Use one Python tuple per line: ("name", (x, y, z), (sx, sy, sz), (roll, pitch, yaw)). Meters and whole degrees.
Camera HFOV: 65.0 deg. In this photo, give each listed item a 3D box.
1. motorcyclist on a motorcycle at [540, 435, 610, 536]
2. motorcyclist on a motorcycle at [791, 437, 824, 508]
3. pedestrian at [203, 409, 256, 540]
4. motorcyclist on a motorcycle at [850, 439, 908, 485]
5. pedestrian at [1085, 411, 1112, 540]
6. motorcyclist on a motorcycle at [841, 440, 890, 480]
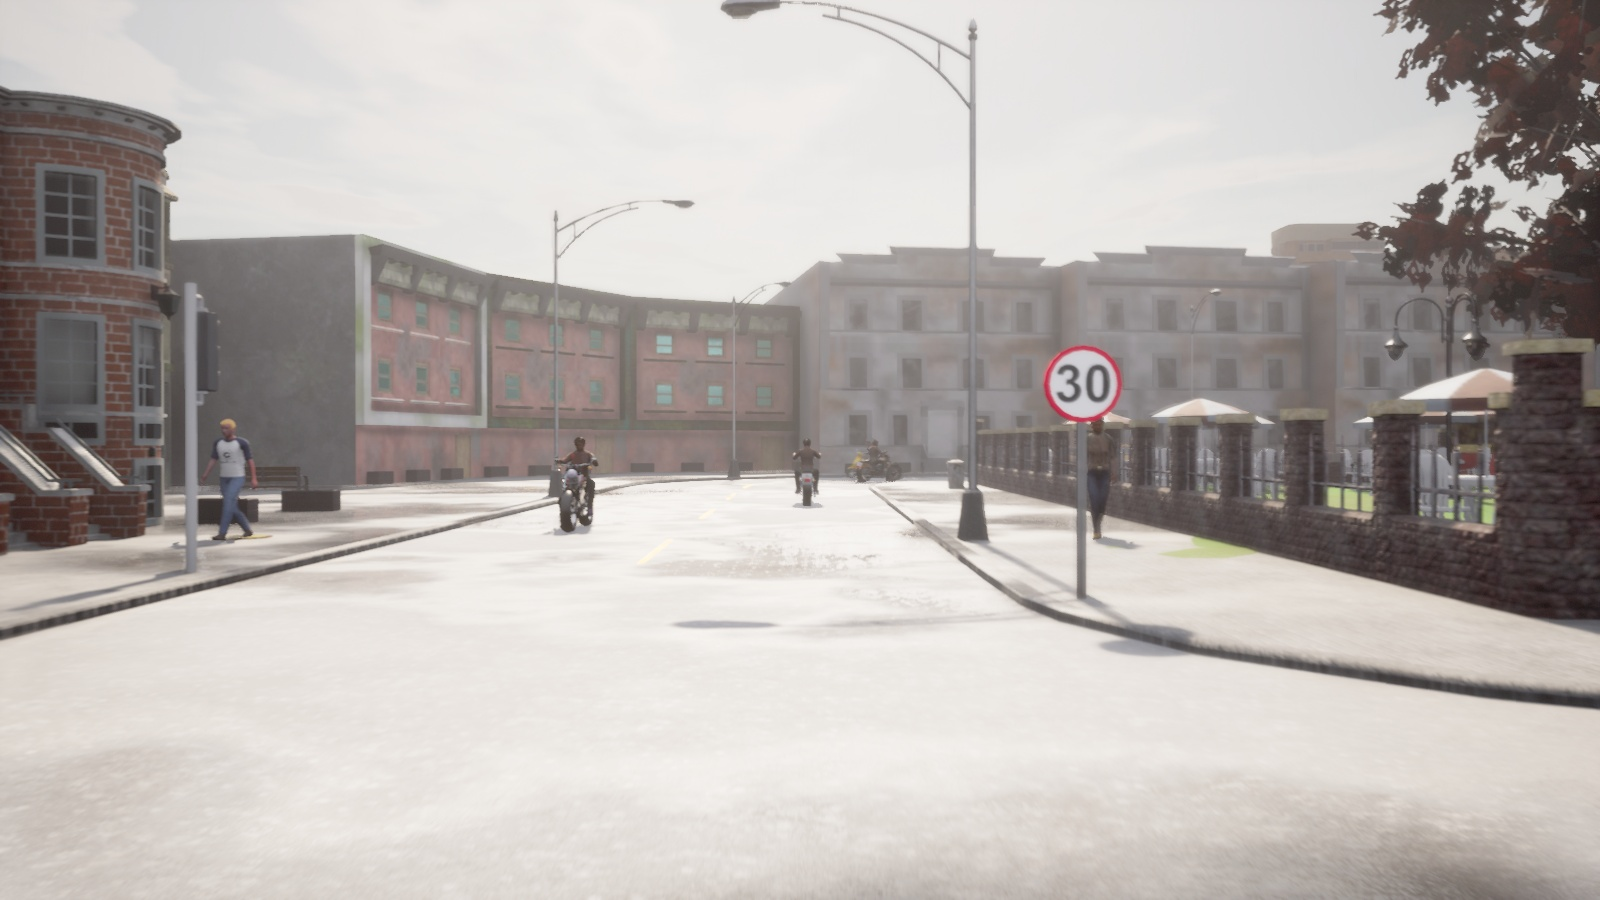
("motorcyclist on a motorcycle", (-3.867, 0.571, 21.750), (0.766, 1.649, 2.350), (0, 0, 0))
("motorcyclist on a motorcycle", (0.179, 0.524, 30.689), (0.766, 1.649, 2.350), (0, 0, 0))
("pedestrian", (-8.160, 0.343, 17.967), (0.354, 1.836, 0.706), (0, 0, 9))
("motorcyclist on a motorcycle", (2.999, 0.434, 47.321), (2.350, 1.649, 0.766), (0, 2, -45))
("pedestrian", (4.289, 0.358, 18.051), (0.328, 1.805, 0.869), (0, 0, 10))
("motorcyclist on a motorcycle", (2.688, 0.412, 51.822), (1.817, 1.590, 0.866), (0, 2, -21))
